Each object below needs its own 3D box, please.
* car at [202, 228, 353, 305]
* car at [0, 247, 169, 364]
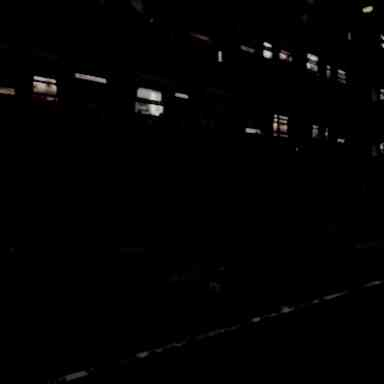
[{"bbox_3d":[2.244,1.607,8.176,4.313,1.339,1.947,0,-1,-36],"label":"car"},{"bbox_3d":[-2.382,1.571,4.872,4.313,1.339,1.947,0,-1,-36],"label":"car"}]
